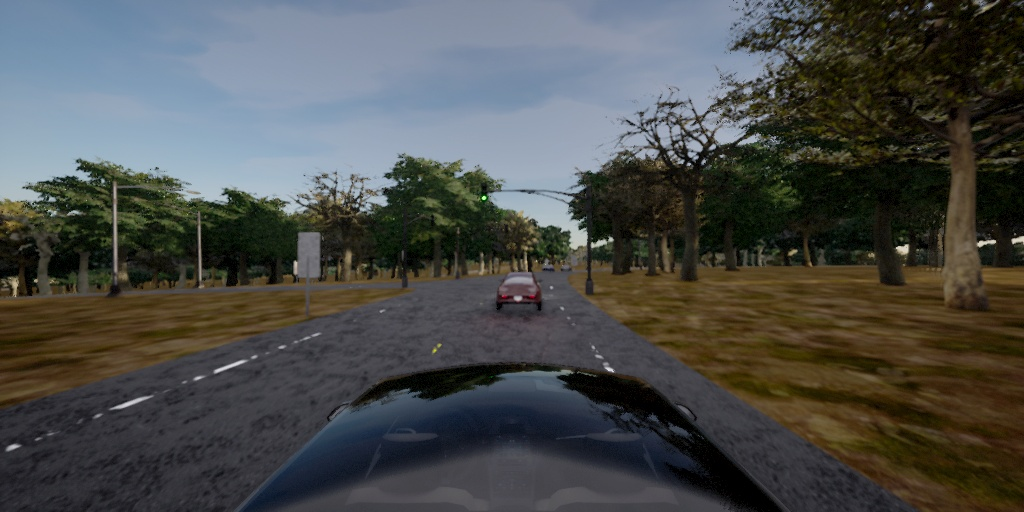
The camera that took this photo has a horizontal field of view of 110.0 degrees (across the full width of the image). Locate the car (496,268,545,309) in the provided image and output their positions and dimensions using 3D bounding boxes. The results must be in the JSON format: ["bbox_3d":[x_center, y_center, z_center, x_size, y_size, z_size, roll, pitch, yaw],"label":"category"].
[{"bbox_3d":[0.382,1.420,15.629,1.812,1.442,4.674,0,0,4],"label":"car"}]
